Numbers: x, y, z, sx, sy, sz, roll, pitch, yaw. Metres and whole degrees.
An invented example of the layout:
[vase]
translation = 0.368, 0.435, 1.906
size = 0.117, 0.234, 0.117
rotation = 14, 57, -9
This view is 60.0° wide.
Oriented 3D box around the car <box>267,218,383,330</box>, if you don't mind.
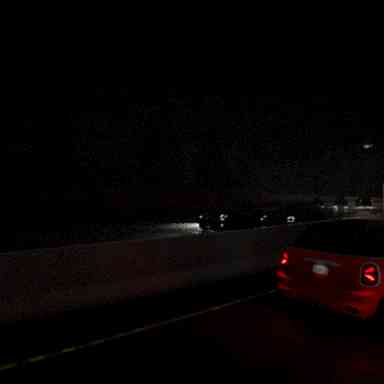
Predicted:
[car]
translation = 3.858, 1.358, 7.094
size = 4.553, 1.767, 2.097
rotation = 0, 0, -40
